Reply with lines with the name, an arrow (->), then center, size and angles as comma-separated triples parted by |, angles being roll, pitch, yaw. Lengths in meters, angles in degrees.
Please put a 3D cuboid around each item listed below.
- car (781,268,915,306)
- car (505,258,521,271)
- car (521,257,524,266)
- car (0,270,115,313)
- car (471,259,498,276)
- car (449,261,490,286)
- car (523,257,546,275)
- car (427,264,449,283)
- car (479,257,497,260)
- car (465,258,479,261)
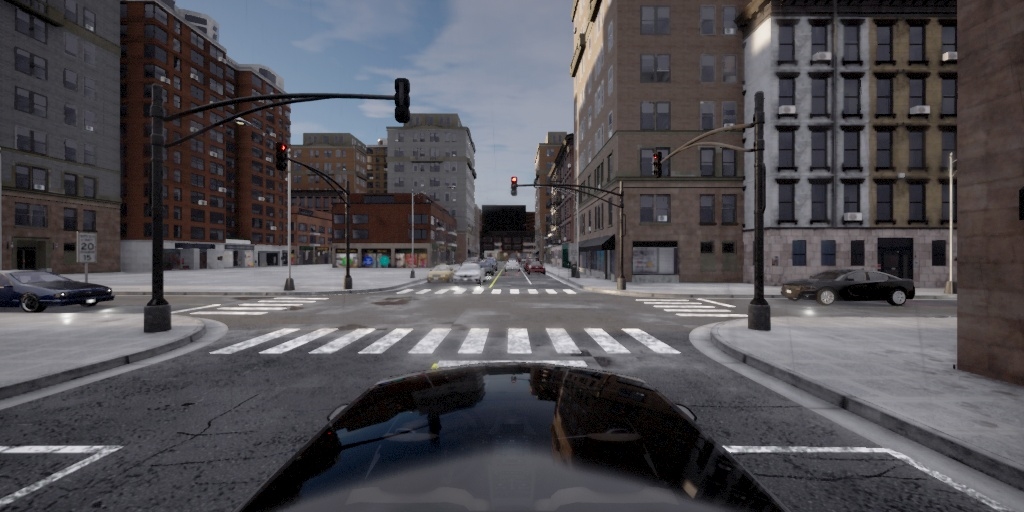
car -> 14.760, 1.313, 15.922 | 5.008, 1.535, 1.882 | 0, 0, -1
car -> 0.054, 1.288, 47.956 | 1.812, 1.442, 4.674 | 0, 0, 0
car -> 2.599, 1.076, 45.102 | 2.192, 1.841, 5.009 | 0, 0, 0
car -> -17.813, 1.218, 12.903 | 5.357, 1.411, 2.033 | 0, 0, 0
car -> -2.869, 1.323, 37.537 | 1.994, 1.385, 4.181 | 0, 0, 1
car -> -2.962, 1.281, 25.951 | 1.812, 1.442, 4.674 | 0, 0, 3
car -> 2.604, 1.199, 39.440 | 1.967, 1.591, 4.097 | 0, 0, 0
car -> -5.411, 1.282, 27.940 | 1.751, 1.417, 4.829 | 0, 0, 0
car -> -2.876, 1.254, 48.071 | 2.128, 1.511, 4.902 | 0, 0, 0
car -> -5.426, 1.312, 45.096 | 2.007, 1.370, 4.403 | 0, 0, 0
